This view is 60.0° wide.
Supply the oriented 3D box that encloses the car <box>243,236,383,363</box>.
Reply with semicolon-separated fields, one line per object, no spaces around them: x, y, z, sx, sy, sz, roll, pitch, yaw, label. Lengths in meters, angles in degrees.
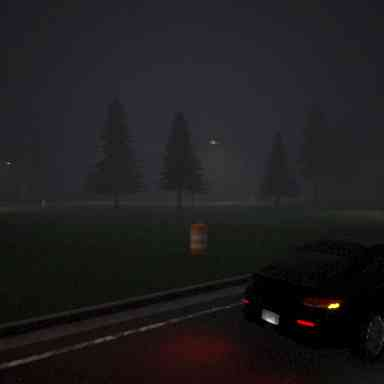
2.932;1.518;5.836;4.674;1.442;1.812;0;0;-35;car
